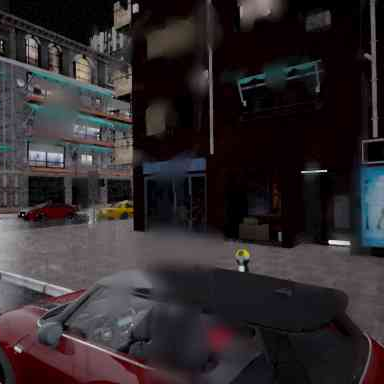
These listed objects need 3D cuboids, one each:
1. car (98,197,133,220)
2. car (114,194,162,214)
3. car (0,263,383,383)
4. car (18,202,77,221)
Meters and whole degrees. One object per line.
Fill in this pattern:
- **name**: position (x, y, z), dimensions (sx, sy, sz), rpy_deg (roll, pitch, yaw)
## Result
- **car**: position (-4.618, 1.284, 24.563), dimensions (1.752, 1.417, 4.829), rpy_deg (-1, 0, 36)
- **car**: position (-5.340, 1.154, 33.360), dimensions (2.097, 1.767, 4.553), rpy_deg (-1, 0, 37)
- **car**: position (-0.356, 1.441, 3.206), dimensions (4.097, 1.590, 1.967), rpy_deg (0, -1, 36)
- **car**: position (-11.040, 1.452, 25.620), dimensions (1.994, 1.385, 4.181), rpy_deg (-1, 0, 36)
